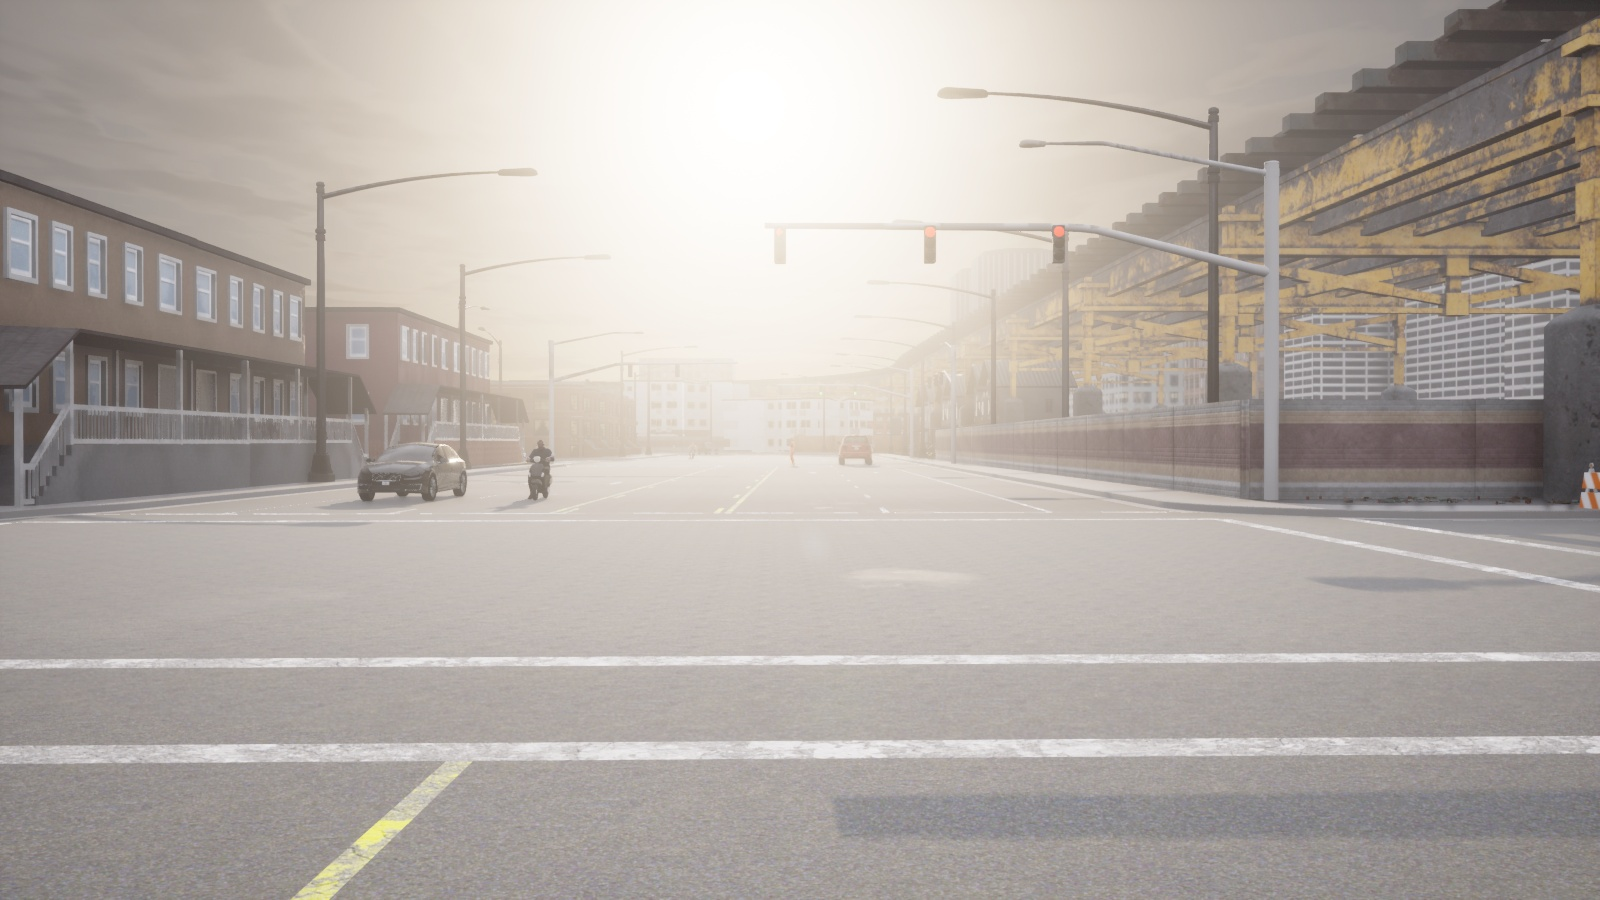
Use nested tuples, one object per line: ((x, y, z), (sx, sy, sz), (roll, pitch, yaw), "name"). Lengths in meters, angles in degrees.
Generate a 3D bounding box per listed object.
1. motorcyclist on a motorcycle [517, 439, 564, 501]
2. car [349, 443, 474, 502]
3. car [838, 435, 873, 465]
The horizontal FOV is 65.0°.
((-6.884, 0.506, 33.335), (0.866, 1.590, 1.817), (0, 0, 0), "motorcyclist on a motorcycle")
((-10.382, 0.552, 33.928), (1.837, 1.490, 4.892), (0, 0, 0), "car")
((3.771, -0.019, 86.397), (2.150, 2.045, 5.566), (0, 0, 0), "car")
